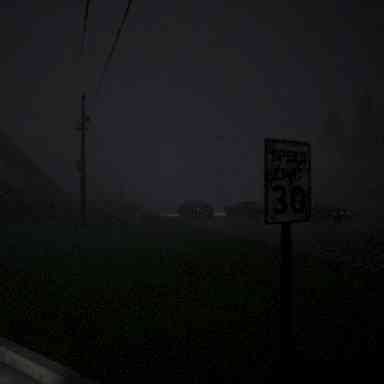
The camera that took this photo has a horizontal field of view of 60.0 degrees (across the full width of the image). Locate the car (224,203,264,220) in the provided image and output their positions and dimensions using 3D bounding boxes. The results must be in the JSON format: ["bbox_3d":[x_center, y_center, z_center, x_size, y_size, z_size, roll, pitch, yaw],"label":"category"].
[{"bbox_3d":[4.445,1.517,27.198,1.895,1.301,4.718,0,0,-22],"label":"car"}]

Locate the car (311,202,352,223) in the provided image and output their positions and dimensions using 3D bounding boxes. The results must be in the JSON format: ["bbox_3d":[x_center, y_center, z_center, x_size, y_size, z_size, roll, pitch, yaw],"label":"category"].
[{"bbox_3d":[9.186,1.461,24.803,2.033,1.411,5.357,0,0,-22],"label":"car"}]

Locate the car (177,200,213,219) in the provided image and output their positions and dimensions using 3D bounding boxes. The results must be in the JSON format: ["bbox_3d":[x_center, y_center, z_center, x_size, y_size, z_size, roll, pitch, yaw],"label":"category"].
[{"bbox_3d":[0.230,1.446,28.259,1.812,1.442,4.674,0,0,-22],"label":"car"}]

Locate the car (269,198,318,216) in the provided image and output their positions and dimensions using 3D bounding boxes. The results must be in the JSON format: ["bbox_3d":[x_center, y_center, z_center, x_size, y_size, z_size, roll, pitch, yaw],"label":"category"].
[{"bbox_3d":[9.795,1.368,32.647,1.882,1.535,5.008,0,0,-22],"label":"car"}]
